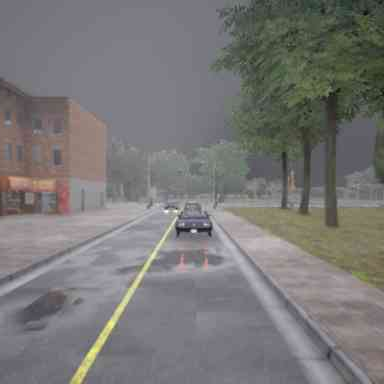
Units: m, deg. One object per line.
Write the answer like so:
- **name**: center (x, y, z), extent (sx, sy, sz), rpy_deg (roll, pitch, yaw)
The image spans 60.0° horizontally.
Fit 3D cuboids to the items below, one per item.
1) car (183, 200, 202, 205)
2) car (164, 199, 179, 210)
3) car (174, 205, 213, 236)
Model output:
- **car**: center (0.092, 1.608, 36.160), extent (2.128, 1.511, 4.902), rpy_deg (0, 0, 0)
- **car**: center (-2.781, 1.745, 46.608), extent (2.033, 1.411, 5.357), rpy_deg (0, -1, 0)
- **car**: center (0.094, 1.628, 18.492), extent (1.895, 1.301, 4.718), rpy_deg (0, 0, 0)
